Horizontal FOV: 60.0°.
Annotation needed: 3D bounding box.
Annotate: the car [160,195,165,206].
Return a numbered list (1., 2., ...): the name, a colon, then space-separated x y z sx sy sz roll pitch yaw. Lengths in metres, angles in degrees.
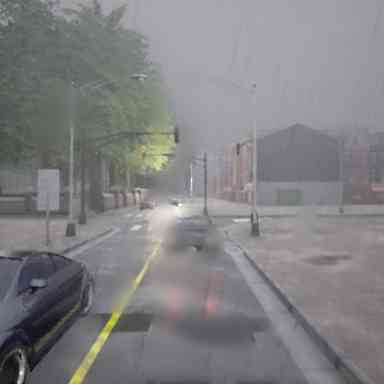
1. car: -5.569 1.572 48.691 2.008 1.369 4.403 1 0 0

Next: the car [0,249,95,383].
1. car: -2.832 1.563 4.663 1.994 1.385 4.181 0 0 0

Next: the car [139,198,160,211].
1. car: -5.535 1.563 41.555 2.008 1.369 4.403 1 0 0

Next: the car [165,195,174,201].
1. car: -5.898 1.571 86.841 1.967 1.590 4.097 1 0 0

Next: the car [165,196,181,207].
1. car: -3.039 1.625 51.168 1.895 1.301 4.718 0 0 0

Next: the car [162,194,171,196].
1. car: -5.711 1.635 65.041 1.802 1.307 4.206 1 0 0

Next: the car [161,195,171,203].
1. car: -5.803 1.527 75.941 1.967 1.590 4.097 1 0 0

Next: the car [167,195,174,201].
1. car: -5.945 1.682 92.121 1.752 1.417 4.829 1 0 0

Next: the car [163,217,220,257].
1. car: 0.019 1.599 12.932 1.895 1.301 4.718 0 0 1

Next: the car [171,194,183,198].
1. car: -3.109 1.656 67.262 1.895 1.301 4.718 0 0 0
